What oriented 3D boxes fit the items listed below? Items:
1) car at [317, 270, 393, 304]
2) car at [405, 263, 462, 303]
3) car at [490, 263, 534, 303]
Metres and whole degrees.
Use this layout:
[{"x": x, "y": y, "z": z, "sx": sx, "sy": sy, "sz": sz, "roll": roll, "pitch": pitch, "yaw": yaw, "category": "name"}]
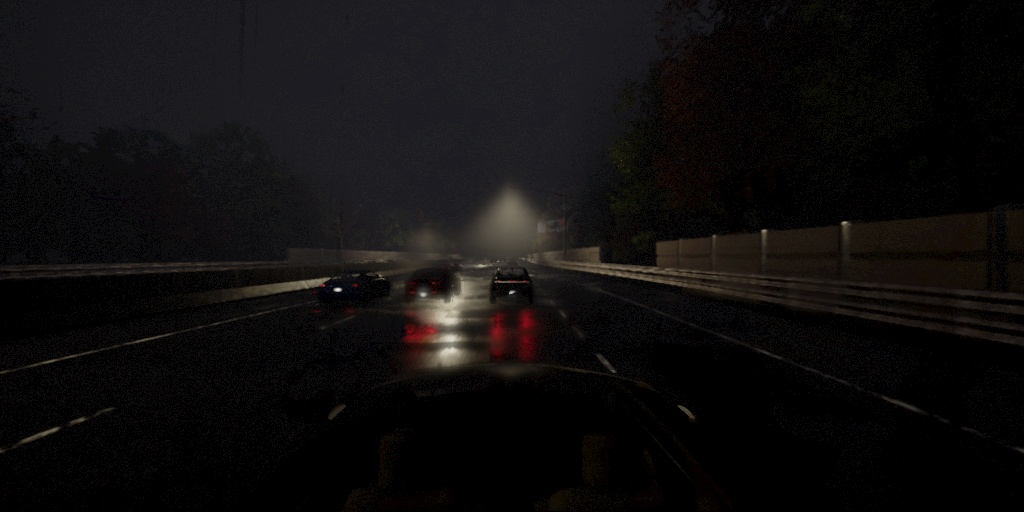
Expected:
[{"x": -6.997, "y": 1.324, "z": 16.419, "sx": 1.994, "sy": 1.385, "sz": 4.181, "roll": 0, "pitch": 0, "yaw": 0, "category": "car"}, {"x": -3.500, "y": 1.267, "z": 16.576, "sx": 1.837, "sy": 1.490, "sz": 4.892, "roll": 0, "pitch": 0, "yaw": 0, "category": "car"}, {"x": 0.000, "y": 1.252, "z": 16.731, "sx": 2.128, "sy": 1.511, "sz": 4.902, "roll": 0, "pitch": 0, "yaw": 0, "category": "car"}]
